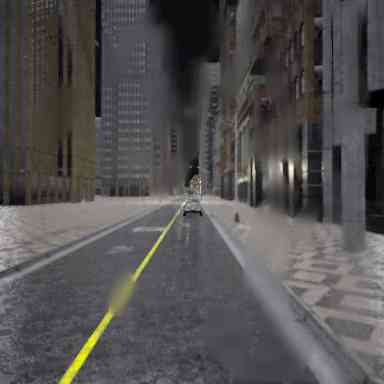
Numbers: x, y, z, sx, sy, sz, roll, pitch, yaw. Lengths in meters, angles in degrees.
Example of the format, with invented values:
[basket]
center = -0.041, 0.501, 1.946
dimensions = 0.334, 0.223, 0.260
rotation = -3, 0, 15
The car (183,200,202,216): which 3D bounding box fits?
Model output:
[car]
center = 0.086, 1.532, 32.696
dimensions = 2.033, 1.411, 5.357
rotation = 0, 0, 0
